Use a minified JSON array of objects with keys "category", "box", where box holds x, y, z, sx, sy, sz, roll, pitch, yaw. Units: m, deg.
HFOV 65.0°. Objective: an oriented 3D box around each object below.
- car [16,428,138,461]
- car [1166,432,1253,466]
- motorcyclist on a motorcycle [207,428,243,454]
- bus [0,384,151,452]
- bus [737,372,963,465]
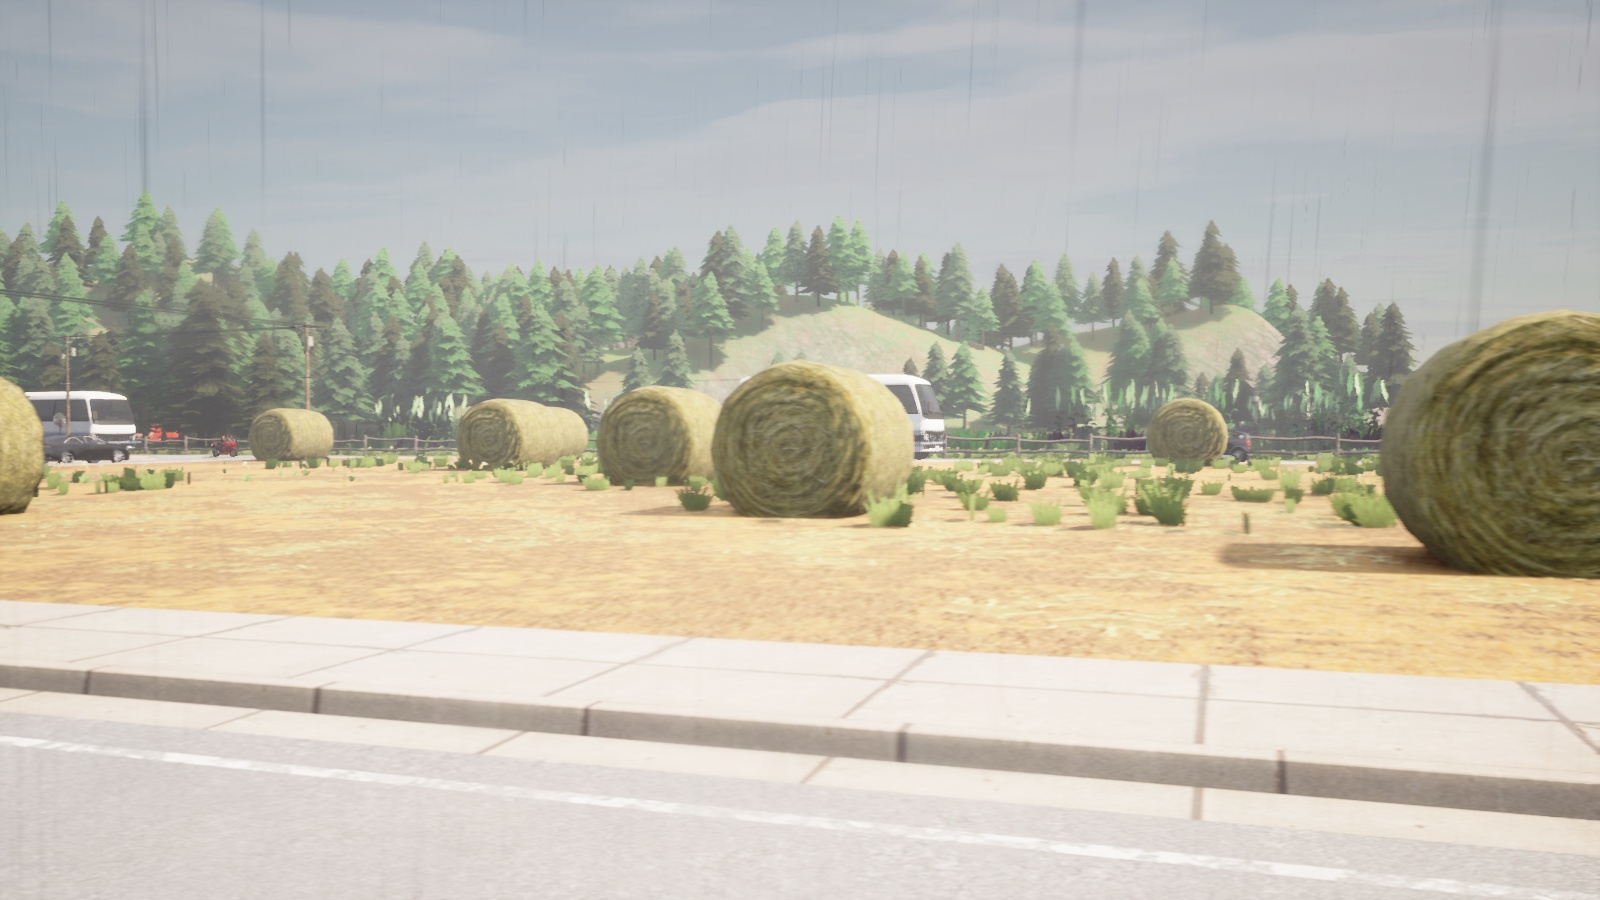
[{"category":"car","box":[-34.879,-0.295,60.737,2.128,1.511,4.902,1,1,20]},{"category":"car","box":[18.984,-0.064,58.237,3.705,1.549,1.789,1,1,22]},{"category":"motorcyclist on a motorcycle","box":[-35.154,-0.553,76.764,2.044,1.523,0.797,1,1,22]},{"category":"bus","box":[-47.795,-2.051,81.953,10.273,4.253,3.944,1,1,22]},{"category":"bus","box":[2.443,-1.530,61.250,10.273,4.253,3.944,1,1,22]}]
